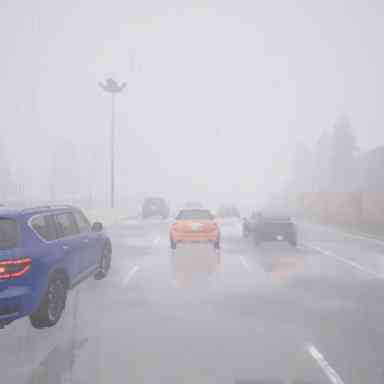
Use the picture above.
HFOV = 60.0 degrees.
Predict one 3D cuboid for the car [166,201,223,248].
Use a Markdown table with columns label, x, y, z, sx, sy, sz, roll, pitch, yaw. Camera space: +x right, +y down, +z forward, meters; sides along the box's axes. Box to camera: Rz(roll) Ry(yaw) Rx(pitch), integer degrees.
| label | x | y | z | sx | sy | sz | roll | pitch | yaw |
| --- | --- | --- | --- | --- | --- | --- | --- | --- | --- |
| car | 0.123 | 1.501 | 15.695 | 2.097 | 1.767 | 4.553 | 0 | -1 | 0 |

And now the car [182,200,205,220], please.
| label | x | y | z | sx | sy | sz | roll | pitch | yaw |
| --- | --- | --- | --- | --- | --- | --- | --- | --- | --- |
| car | 0.147 | 1.655 | 32.081 | 2.097 | 1.767 | 4.553 | 0 | -1 | 0 |

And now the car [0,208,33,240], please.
| label | x | y | z | sx | sy | sz | roll | pitch | yaw |
| --- | --- | --- | --- | --- | --- | --- | --- | --- | --- |
| car | -10.574 | 1.673 | 17.760 | 1.837 | 1.490 | 4.892 | 0 | -1 | 0 |

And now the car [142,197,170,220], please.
| label | x | y | z | sx | sy | sz | roll | pitch | yaw |
| --- | --- | --- | --- | --- | --- | --- | --- | --- | --- |
| car | -3.353 | 1.519 | 31.543 | 2.150 | 2.045 | 5.566 | 0 | -1 | 0 |

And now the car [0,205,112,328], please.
| label | x | y | z | sx | sy | sz | roll | pitch | yaw |
| --- | --- | --- | --- | --- | --- | --- | --- | --- | --- |
| car | -3.390 | 1.291 | 7.262 | 2.150 | 2.045 | 5.566 | 0 | -1 | 0 |

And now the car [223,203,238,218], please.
| label | x | y | z | sx | sy | sz | roll | pitch | yaw |
| --- | --- | --- | --- | --- | --- | --- | --- | --- | --- |
| car | 3.636 | 1.841 | 33.367 | 1.812 | 1.442 | 4.674 | 0 | -1 | 0 |

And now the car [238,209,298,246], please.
| label | x | y | z | sx | sy | sz | roll | pitch | yaw |
| --- | --- | --- | --- | --- | --- | --- | --- | --- | --- |
| car | 3.623 | 1.657 | 16.072 | 1.837 | 1.490 | 4.892 | 0 | -1 | 0 |
